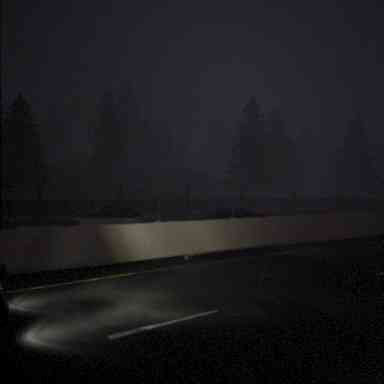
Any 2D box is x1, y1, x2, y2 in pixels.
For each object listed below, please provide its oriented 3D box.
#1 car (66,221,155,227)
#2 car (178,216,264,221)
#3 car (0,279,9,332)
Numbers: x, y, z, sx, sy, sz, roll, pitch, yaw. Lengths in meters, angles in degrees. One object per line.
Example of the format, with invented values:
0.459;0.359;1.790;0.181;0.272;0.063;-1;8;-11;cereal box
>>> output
-4.190;1.565;17.742;4.718;1.301;1.895;0;0;-31;car
1.682;1.509;17.160;5.357;1.411;2.033;0;0;-29;car
-4.988;1.346;4.316;4.553;1.767;2.097;0;0;-37;car
